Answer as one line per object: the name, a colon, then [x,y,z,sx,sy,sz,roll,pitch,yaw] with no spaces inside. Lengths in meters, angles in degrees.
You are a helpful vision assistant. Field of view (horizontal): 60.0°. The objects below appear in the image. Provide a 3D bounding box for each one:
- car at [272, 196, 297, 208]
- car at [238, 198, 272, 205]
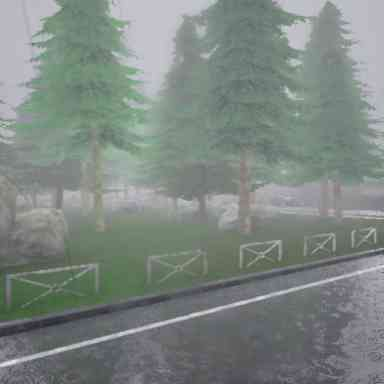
car: [12.396,1.383,46.772,1.837,1.490,4.892,0,0,-33]
car: [8.380,1.391,46.292,1.837,1.490,4.892,0,1,-32]
